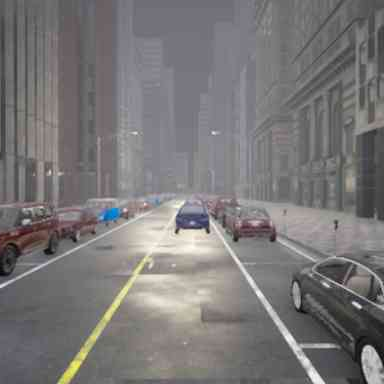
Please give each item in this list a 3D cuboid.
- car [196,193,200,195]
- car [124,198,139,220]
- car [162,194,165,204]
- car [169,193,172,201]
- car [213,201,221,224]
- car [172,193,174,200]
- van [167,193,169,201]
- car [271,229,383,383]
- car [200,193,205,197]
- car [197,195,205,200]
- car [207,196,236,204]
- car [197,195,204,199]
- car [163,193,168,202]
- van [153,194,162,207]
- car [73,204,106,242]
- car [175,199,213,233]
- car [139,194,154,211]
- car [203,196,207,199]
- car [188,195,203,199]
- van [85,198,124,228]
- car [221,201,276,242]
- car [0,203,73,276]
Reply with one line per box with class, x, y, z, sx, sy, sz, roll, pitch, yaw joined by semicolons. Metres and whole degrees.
car;2.440;1.438;78.106;1.802;1.307;4.206;0;0;0
car;-5.874;1.393;27.335;1.967;1.590;4.097;0;0;0
car;-5.990;1.426;55.348;1.752;1.417;4.829;0;0;0
car;-6.062;1.314;72.427;1.967;1.590;4.097;0;0;0
car;2.675;1.520;21.744;1.947;1.339;4.313;0;0;0
car;-6.086;1.181;78.064;2.192;1.841;5.009;0;0;0
van;-6.039;1.223;66.791;1.690;1.788;3.998;0;0;0
car;2.746;1.538;4.835;2.008;1.369;4.403;0;0;0
car;2.557;1.341;49.924;1.967;1.590;4.097;0;0;0
car;2.393;1.422;89.379;1.802;1.307;4.206;0;0;0
car;2.651;1.259;27.380;2.192;1.841;5.009;0;0;0
car;2.369;1.415;95.016;1.802;1.307;4.206;0;0;0
car;-6.015;1.441;61.154;2.008;1.369;4.403;0;0;0
van;-5.968;1.251;49.881;1.690;1.788;3.998;0;0;0
car;-5.826;1.519;16.062;1.887;1.381;4.507;0;0;0
car;0.014;1.439;19.579;1.882;1.535;5.008;0;0;0
car;-5.921;1.371;38.609;1.967;1.590;4.097;0;0;0
car;2.605;1.488;38.653;1.947;1.339;4.313;0;0;0
car;-0.062;1.470;39.951;2.033;1.411;5.357;0;0;0
van;-5.850;1.305;21.698;1.690;1.788;3.998;0;0;0
car;2.698;1.406;16.107;1.967;1.590;4.097;0;0;0
car;-5.804;1.301;10.424;2.192;1.841;5.009;0;0;0
